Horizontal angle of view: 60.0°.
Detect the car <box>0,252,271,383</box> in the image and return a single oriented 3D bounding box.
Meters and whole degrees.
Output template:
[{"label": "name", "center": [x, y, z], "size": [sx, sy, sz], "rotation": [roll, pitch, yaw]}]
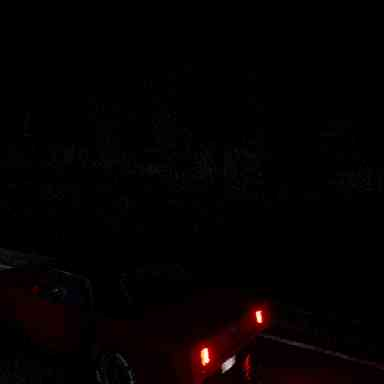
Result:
[{"label": "car", "center": [-1.391, 1.600, 4.984], "size": [4.718, 1.301, 1.895], "rotation": [0, 0, 35]}]
